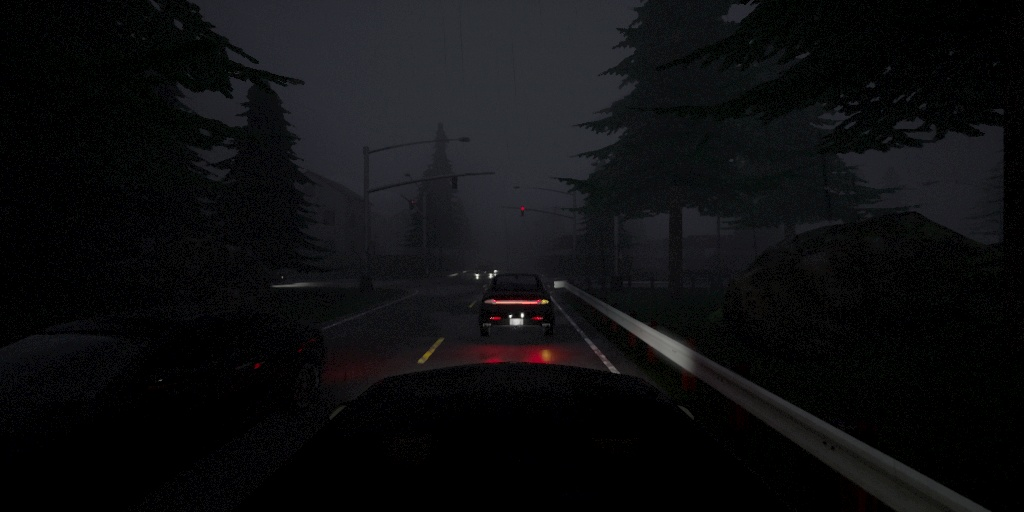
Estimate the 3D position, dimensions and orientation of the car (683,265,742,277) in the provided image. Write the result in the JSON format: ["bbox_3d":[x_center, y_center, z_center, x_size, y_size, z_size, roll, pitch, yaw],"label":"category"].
[{"bbox_3d":[15.552,1.364,28.439,4.718,1.301,1.895,0,0,1],"label":"car"}]

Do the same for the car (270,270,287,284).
[{"bbox_3d":[-18.603,1.264,25.311,4.892,1.490,1.837,0,0,1],"label":"car"}]

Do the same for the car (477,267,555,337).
[{"bbox_3d":[0.134,1.251,10.375,2.128,1.511,4.902,0,0,1],"label":"car"}]

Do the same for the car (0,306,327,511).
[{"bbox_3d":[-3.561,1.277,3.351,1.812,1.442,4.674,0,0,1],"label":"car"}]

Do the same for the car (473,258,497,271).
[{"bbox_3d":[-3.221,1.272,44.059,1.882,1.535,5.008,0,0,1],"label":"car"}]
